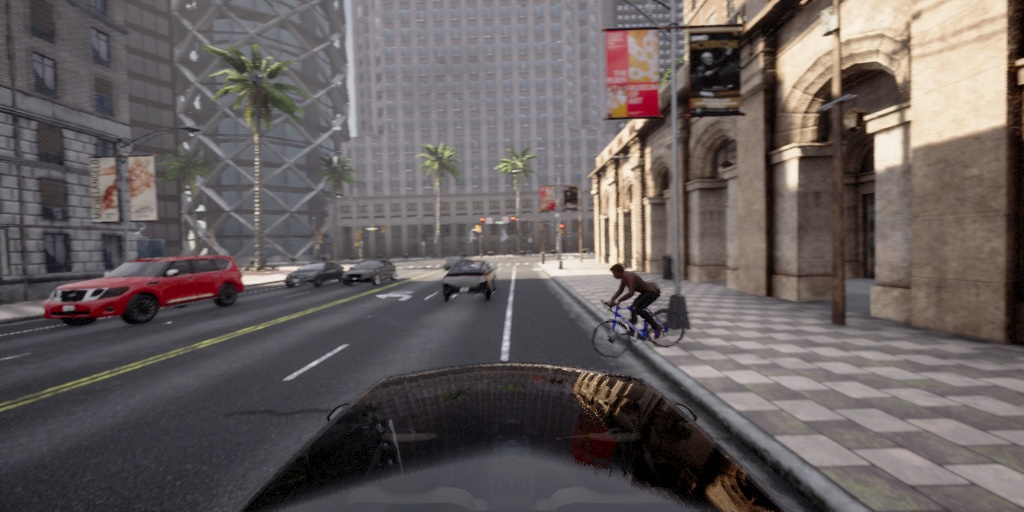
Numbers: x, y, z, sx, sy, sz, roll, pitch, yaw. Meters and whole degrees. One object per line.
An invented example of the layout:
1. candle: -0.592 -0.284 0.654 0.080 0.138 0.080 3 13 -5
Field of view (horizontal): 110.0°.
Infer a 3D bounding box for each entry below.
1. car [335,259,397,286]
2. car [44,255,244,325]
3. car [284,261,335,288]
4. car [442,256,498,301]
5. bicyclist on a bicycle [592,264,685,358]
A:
1. car: -8.701 0.969 22.344 1.837 1.490 4.892 -2 1 1
2. car: -12.421 1.043 12.814 2.150 2.045 5.566 -2 1 1
3. car: -12.254 1.081 22.717 1.812 1.442 4.674 -2 2 1
4. car: -1.687 0.932 15.298 2.128 1.511 4.902 -2 1 1
5. bicyclist on a bicycle: 2.136 0.921 6.300 1.656 1.620 0.582 -11 1 1
